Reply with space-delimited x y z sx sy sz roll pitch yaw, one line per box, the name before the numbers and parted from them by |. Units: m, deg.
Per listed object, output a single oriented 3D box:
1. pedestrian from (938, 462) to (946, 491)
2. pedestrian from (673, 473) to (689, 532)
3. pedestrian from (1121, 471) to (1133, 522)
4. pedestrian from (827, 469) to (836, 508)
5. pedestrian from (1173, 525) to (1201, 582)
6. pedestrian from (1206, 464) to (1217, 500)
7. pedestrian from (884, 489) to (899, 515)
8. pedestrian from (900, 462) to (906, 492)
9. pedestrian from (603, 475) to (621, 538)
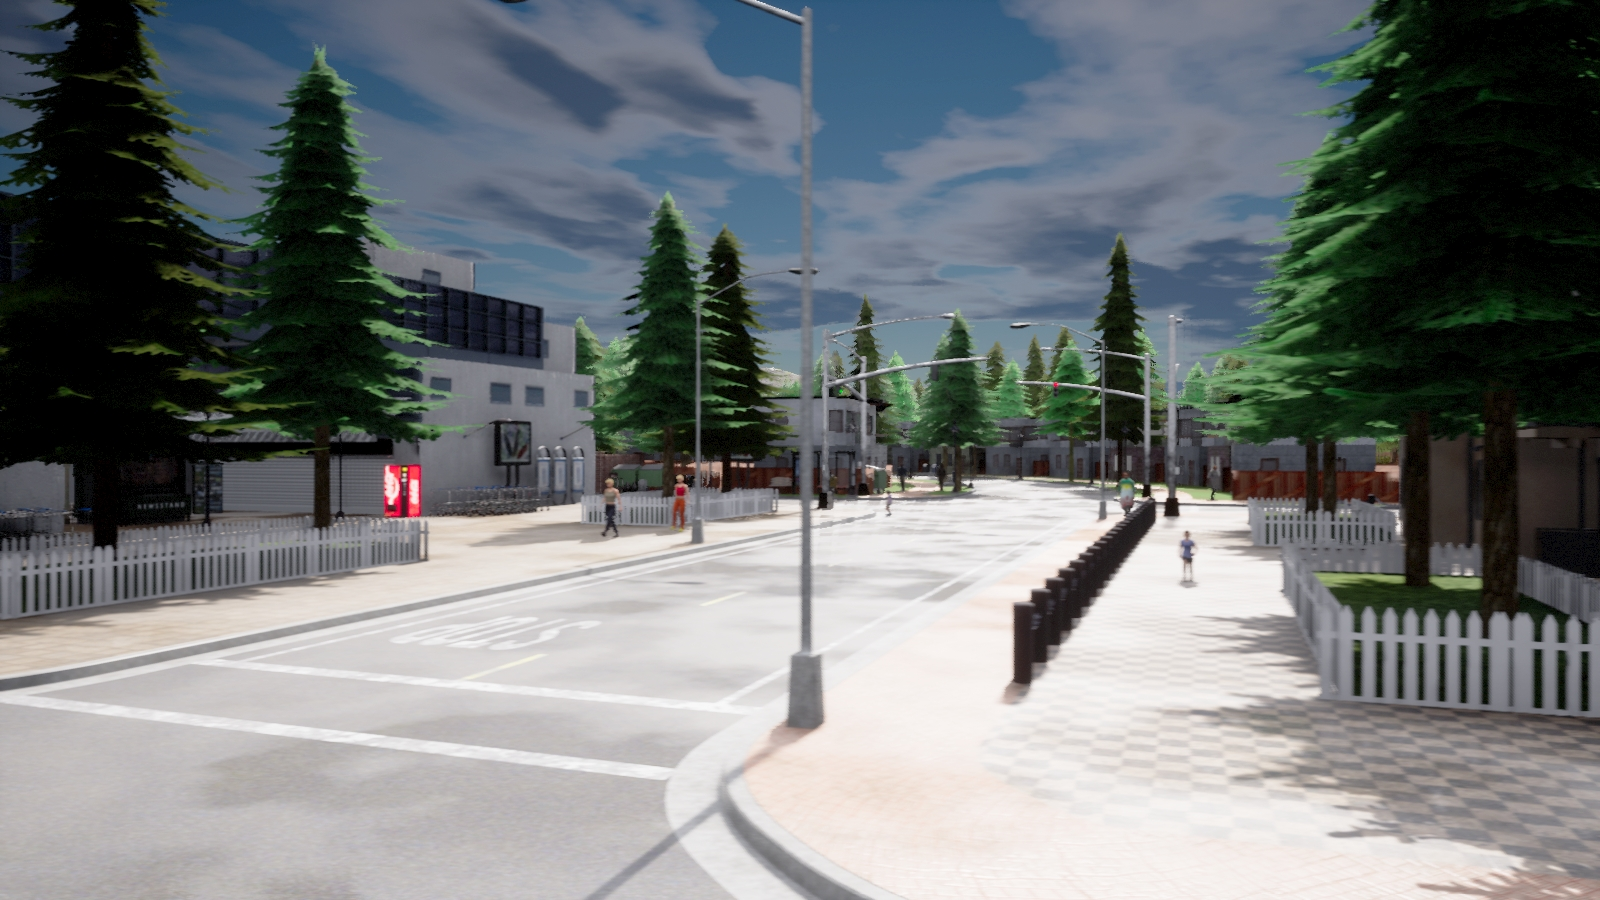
pedestrian | 8.973 1.659 72.184 0.375 1.860 0.375 0 0 19
pedestrian | -3.826 1.681 36.697 0.375 1.860 0.375 0 0 19
pedestrian | 11.959 1.698 41.738 0.375 1.860 0.375 0 0 24
pedestrian | 1.510 1.824 54.921 0.375 1.860 0.375 0 0 16
pedestrian | 7.782 2.073 22.952 0.500 1.100 0.500 0 0 23
pedestrian | 21.670 1.694 60.114 0.375 1.860 0.375 0 0 -27
pedestrian | 3.914 2.222 48.906 0.500 1.100 0.500 0 0 21
pedestrian | 6.348 1.656 70.560 0.375 1.860 0.375 0 0 7
pedestrian | -5.582 1.676 33.903 0.375 1.860 0.375 0 0 24
